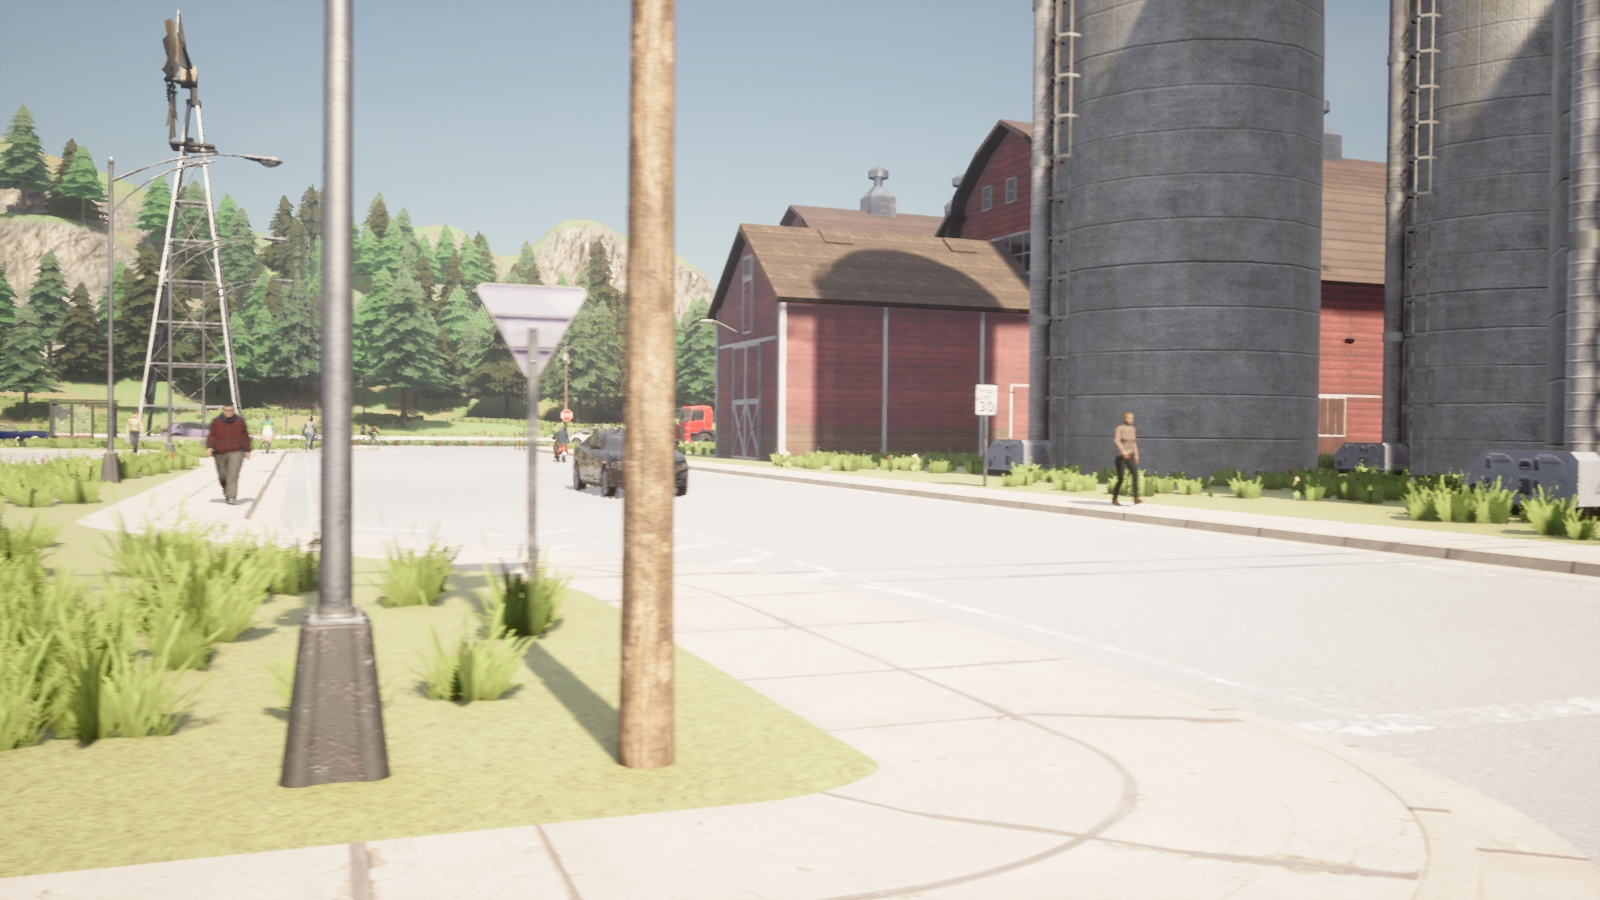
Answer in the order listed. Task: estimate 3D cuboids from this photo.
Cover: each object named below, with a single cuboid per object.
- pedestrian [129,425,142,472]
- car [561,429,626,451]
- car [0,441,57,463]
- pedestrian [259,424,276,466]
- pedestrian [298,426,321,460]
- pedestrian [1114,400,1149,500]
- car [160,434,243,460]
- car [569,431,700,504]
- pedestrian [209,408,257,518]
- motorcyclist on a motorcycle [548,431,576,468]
[{"bbox_3d":[-26.290,-0.071,49.687,0.345,1.836,0.594,-1,1,-33],"label":"pedestrian"},{"bbox_3d":[-16.068,-0.772,97.616,4.611,1.667,2.242,-1,1,-20],"label":"car"},{"bbox_3d":[-50.754,0.131,80.864,4.718,1.301,1.895,-1,1,-20],"label":"car"},{"bbox_3d":[-24.894,-0.233,58.739,0.659,1.952,0.873,-1,1,-25],"label":"pedestrian"},{"bbox_3d":[-27.222,-0.387,69.739,0.874,1.855,0.900,-1,1,-1],"label":"pedestrian"},{"bbox_3d":[6.210,0.003,23.561,0.331,1.846,0.634,-1,1,-18],"label":"pedestrian"},{"bbox_3d":[-40.346,-0.213,84.747,4.856,1.649,2.033,-1,1,-21],"label":"car"},{"bbox_3d":[-4.002,0.338,29.582,1.882,1.535,5.008,-1,1,-22],"label":"car"},{"bbox_3d":[-9.684,0.209,21.462,0.634,1.844,0.899,-1,1,-19],"label":"pedestrian"},{"bbox_3d":[-10.568,-0.039,55.630,0.866,1.590,1.817,-1,1,-22],"label":"motorcyclist on a motorcycle"}]
